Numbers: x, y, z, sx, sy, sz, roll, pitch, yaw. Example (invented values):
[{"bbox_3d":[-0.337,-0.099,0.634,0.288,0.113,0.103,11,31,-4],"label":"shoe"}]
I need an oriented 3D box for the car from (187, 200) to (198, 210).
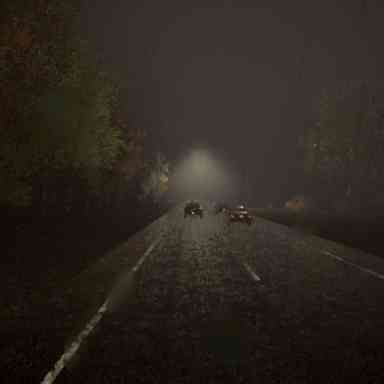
[{"bbox_3d":[0.096,2.067,54.267,1.812,1.442,4.674,0,-1,0],"label":"car"}]

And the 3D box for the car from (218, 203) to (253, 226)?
[{"bbox_3d":[3.502,1.814,26.144,2.033,1.411,5.357,0,-1,0],"label":"car"}]

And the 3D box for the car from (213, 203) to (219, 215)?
[{"bbox_3d":[3.525,1.943,39.126,2.033,1.411,5.357,0,-1,1],"label":"car"}]

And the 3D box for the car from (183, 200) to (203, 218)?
[{"bbox_3d":[0.098,1.851,34.417,1.837,1.490,4.892,0,-1,0],"label":"car"}]
